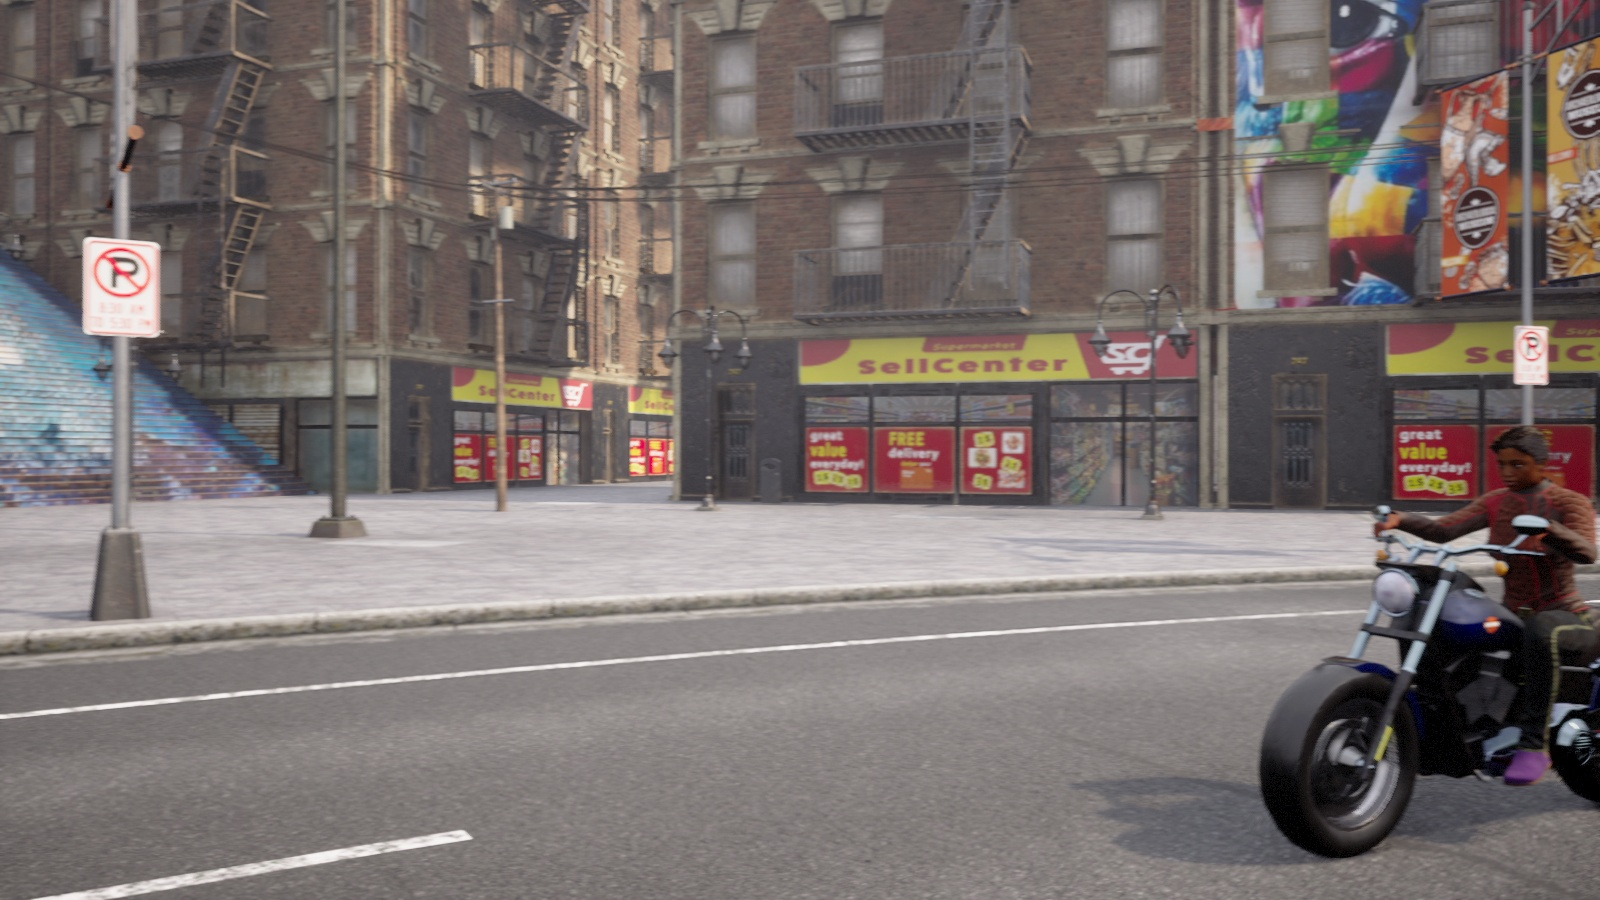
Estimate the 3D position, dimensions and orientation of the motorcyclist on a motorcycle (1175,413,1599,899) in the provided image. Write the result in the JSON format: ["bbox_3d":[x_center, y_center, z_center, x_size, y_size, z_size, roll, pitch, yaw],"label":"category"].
[{"bbox_3d":[2.673,0.698,4.995,2.350,1.649,0.766,0,0,-25],"label":"motorcyclist on a motorcycle"}]
